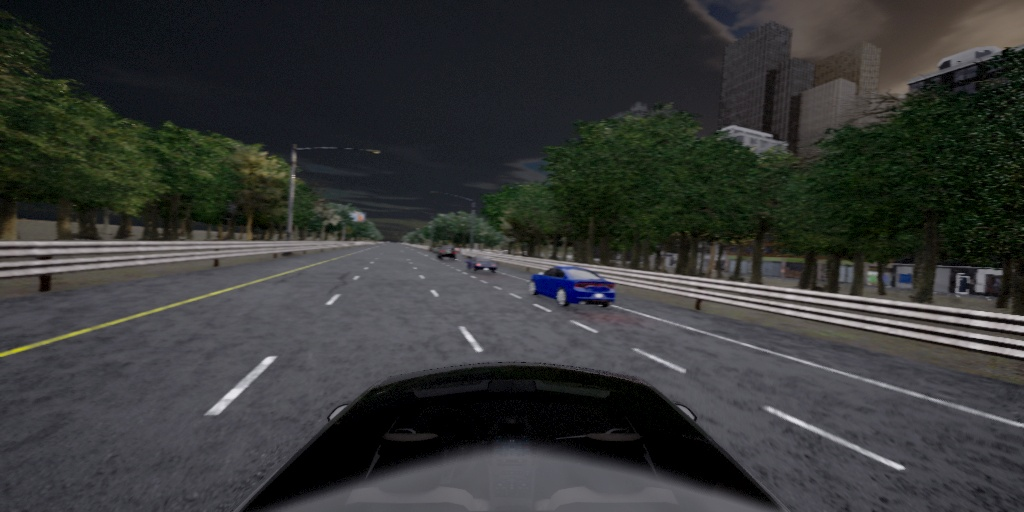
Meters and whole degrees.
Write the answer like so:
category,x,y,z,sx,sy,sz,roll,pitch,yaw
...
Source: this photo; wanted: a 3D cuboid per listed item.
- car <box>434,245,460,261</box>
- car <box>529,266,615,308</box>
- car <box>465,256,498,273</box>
category,x,y,z,sx,sy,sz,roll,pitch,yaw
car,-9.226,-0.505,50.240,2.150,2.045,5.566,4,1,-18
car,2.312,1.157,15.036,1.882,1.535,5.008,4,1,-18
car,-2.705,0.668,30.302,1.895,1.301,4.718,4,1,-18
